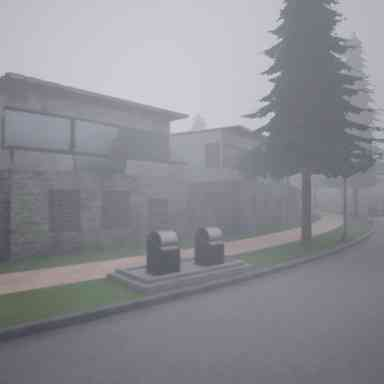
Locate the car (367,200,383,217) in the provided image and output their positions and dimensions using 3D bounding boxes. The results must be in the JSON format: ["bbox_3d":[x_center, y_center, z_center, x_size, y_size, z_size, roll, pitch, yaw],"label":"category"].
[{"bbox_3d":[20.641,1.726,36.005,2.097,1.767,4.553,0,-1,14],"label":"car"}]
